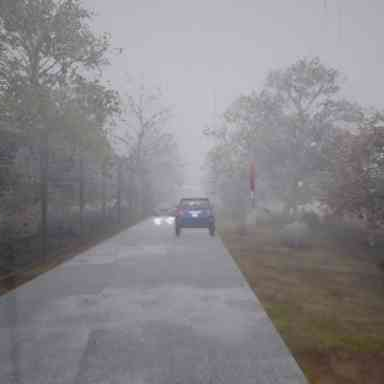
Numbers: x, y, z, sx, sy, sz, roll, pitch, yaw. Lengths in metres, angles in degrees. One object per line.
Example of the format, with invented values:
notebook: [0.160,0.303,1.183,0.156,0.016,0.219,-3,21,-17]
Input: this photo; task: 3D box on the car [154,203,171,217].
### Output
car: [-2.741,1.831,34.420,1.994,1.385,4.181,0,-1,0]

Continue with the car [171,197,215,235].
car: [0.172,1.315,19.757,2.150,2.045,5.566,0,-1,0]

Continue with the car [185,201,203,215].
car: [0.225,1.793,38.431,1.882,1.535,5.008,0,-1,0]
